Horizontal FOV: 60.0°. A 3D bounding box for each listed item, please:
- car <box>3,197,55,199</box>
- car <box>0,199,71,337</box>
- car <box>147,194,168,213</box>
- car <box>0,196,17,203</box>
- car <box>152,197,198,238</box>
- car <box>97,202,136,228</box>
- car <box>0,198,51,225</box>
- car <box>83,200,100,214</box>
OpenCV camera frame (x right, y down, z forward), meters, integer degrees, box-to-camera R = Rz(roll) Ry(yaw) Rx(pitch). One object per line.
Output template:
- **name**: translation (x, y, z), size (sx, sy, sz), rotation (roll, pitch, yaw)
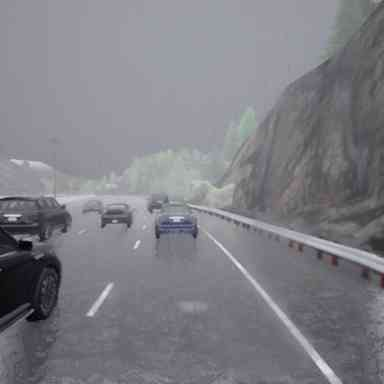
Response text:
- **car**: translation (-7.808, 1.239, 16.716), size (2.150, 2.045, 5.566), rotation (0, 0, -5)
- **car**: translation (-3.538, 1.229, 4.101), size (2.150, 2.045, 5.566), rotation (0, 0, -2)
- **car**: translation (-3.795, 1.232, 37.386), size (2.150, 2.045, 5.566), rotation (0, 0, -11)
- **car**: translation (-40.159, 1.589, 72.638), size (2.128, 1.511, 4.902), rotation (0, 0, -12)
- **car**: translation (-0.919, 1.355, 17.838), size (2.097, 1.767, 4.553), rotation (0, 0, -5)
- **car**: translation (-4.945, 1.517, 22.521), size (1.837, 1.490, 4.892), rotation (0, 0, -7)
- **car**: translation (-12.356, 1.380, 25.056), size (2.097, 1.767, 4.553), rotation (0, 0, -8)
- **car**: translation (-10.626, 1.572, 35.978), size (2.033, 1.411, 5.357), rotation (0, 0, -11)
